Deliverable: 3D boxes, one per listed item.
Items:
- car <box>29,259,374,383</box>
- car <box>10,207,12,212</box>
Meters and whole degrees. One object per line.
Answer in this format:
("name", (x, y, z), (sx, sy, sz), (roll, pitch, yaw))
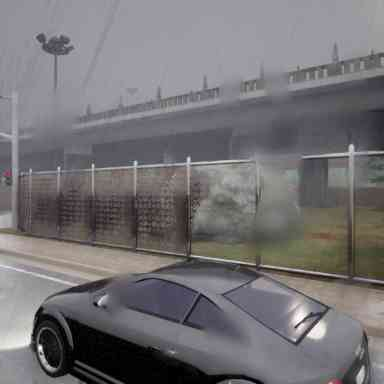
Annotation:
("car", (-0.146, 1.564, 4.094), (4.181, 1.385, 1.994), (0, 0, 36))
("car", (-15.513, 1.277, 34.198), (2.150, 2.045, 5.566), (0, 0, 35))
